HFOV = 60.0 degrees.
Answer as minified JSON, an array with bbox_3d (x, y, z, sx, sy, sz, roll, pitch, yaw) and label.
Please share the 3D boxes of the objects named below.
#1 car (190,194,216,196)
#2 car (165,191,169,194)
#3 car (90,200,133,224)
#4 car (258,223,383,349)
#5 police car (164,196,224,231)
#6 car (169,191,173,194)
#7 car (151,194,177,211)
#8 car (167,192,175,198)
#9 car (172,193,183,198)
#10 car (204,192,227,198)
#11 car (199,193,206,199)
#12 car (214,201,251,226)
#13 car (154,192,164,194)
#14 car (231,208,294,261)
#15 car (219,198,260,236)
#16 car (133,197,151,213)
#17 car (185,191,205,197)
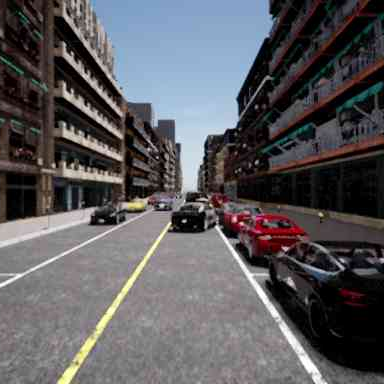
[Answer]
[{"bbox_3d":[0.912,1.271,29.794,1.801,1.575,5.366,0,0,0],"label":"car"},{"bbox_3d":[-5.665,0.957,56.930,2.192,1.841,5.009,0,0,0],"label":"car"},{"bbox_3d":[-5.680,1.424,23.112,1.947,1.339,4.313,0,0,0],"label":"car"},{"bbox_3d":[2.693,1.528,6.197,1.947,1.339,4.313,0,0,0],"label":"car"},{"bbox_3d":[0.306,1.303,19.891,1.930,1.638,5.238,0,0,16],"label":"police car"},{"bbox_3d":[-5.653,0.772,85.111,2.192,1.841,5.009,0,0,0],"label":"car"},{"bbox_3d":[-3.080,1.264,36.800,2.128,1.511,4.902,0,0,0],"label":"car"},{"bbox_3d":[-5.652,0.859,90.747,1.967,1.590,4.097,0,0,0],"label":"car"},{"bbox_3d":[-2.969,0.922,77.375,1.837,1.490,4.892,0,0,0],"label":"car"},{"bbox_3d":[2.707,1.102,34.377,2.192,1.841,5.009,0,0,0],"label":"car"},{"bbox_3d":[2.726,0.981,85.275,1.752,1.417,4.829,0,0,0],"label":"car"},{"bbox_3d":[2.701,1.409,23.105,2.008,1.369,4.403,0,0,0],"label":"car"},{"bbox_3d":[-5.668,1.118,51.294,1.967,1.590,4.097,0,0,0],"label":"car"},{"bbox_3d":[2.696,1.472,11.833,1.887,1.381,4.507,0,0,0],"label":"car"},{"bbox_3d":[2.698,1.333,17.469,1.967,1.590,4.097,0,0,0],"label":"car"},{"bbox_3d":[-5.675,1.313,34.215,1.752,1.417,4.829,0,0,0],"label":"car"},{"bbox_3d":[0.591,0.999,35.589,2.150,2.045,5.566,0,0,-2],"label":"car"}]
